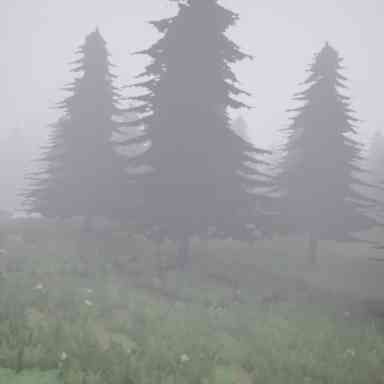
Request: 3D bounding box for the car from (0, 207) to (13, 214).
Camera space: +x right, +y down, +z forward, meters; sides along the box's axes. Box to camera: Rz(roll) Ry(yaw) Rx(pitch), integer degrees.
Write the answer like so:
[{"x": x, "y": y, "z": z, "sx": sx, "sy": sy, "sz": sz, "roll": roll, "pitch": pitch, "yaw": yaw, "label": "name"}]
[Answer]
[{"x": -19.808, "y": 2.018, "z": 32.611, "sx": 2.033, "sy": 1.411, "sz": 5.357, "roll": 4, "pitch": -2, "yaw": 4, "label": "car"}]
